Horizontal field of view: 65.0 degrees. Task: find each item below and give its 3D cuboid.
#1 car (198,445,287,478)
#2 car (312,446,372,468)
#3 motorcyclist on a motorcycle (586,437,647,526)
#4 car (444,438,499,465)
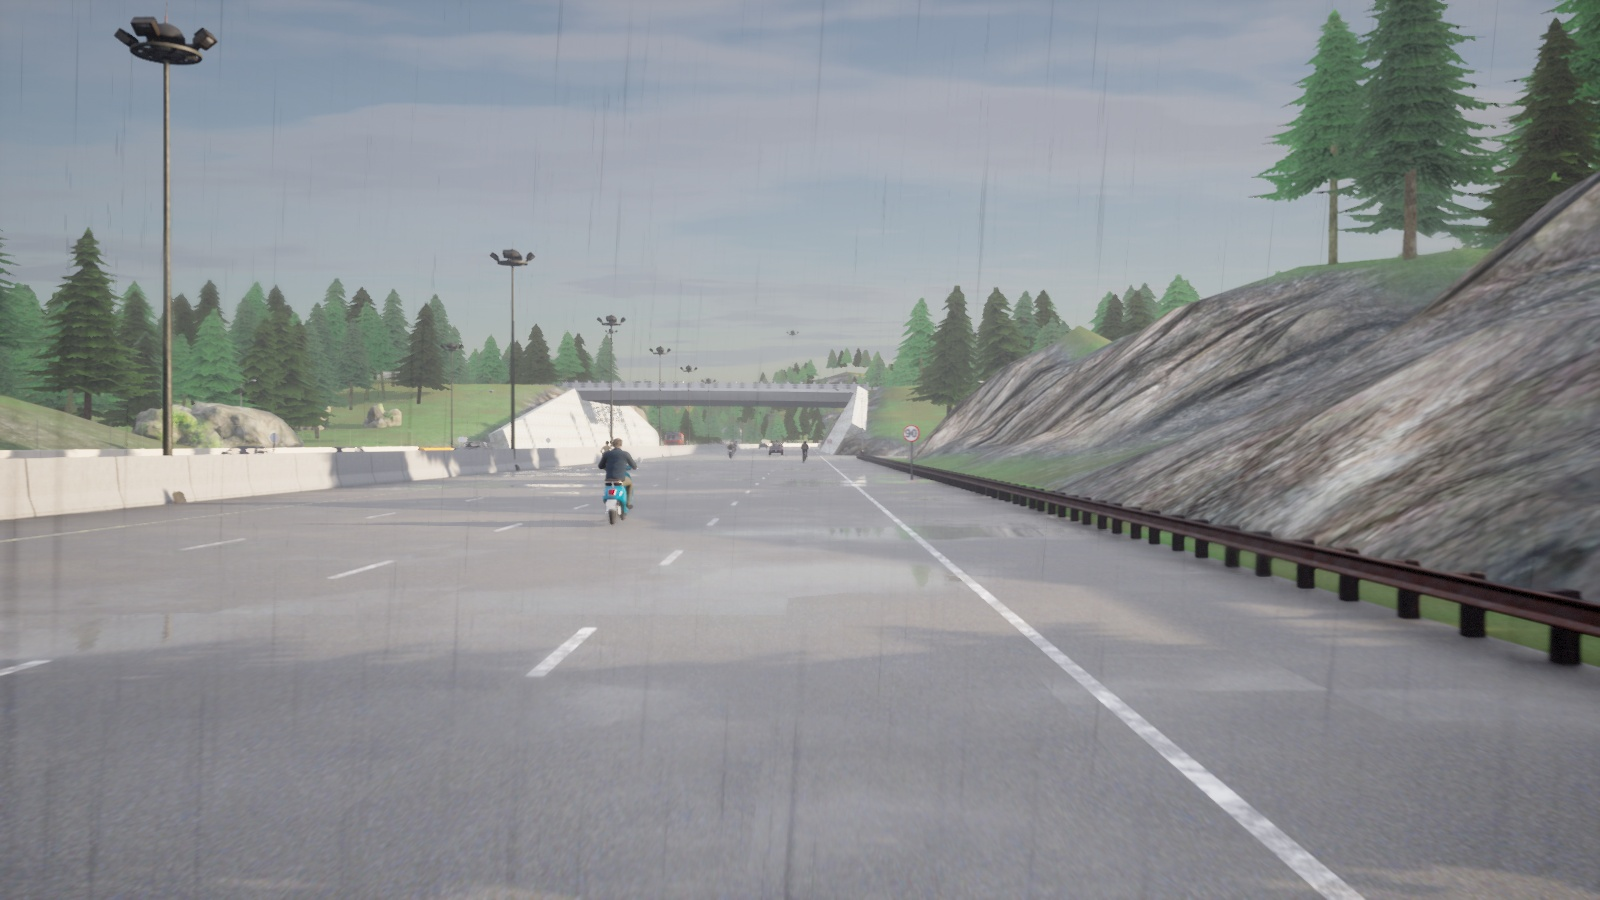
[{"bbox_3d":[-24.271,0.482,54.847,1.994,1.385,4.181,0,0,0],"label":"car"},{"bbox_3d":[-27.688,0.396,76.125,1.895,1.301,4.718,0,0,0],"label":"car"},{"bbox_3d":[-3.393,0.565,23.423,0.866,1.590,1.817,0,0,0],"label":"motorcyclist on a motorcycle"},{"bbox_3d":[-20.676,0.062,79.288,2.152,1.651,5.027,0,0,0],"label":"car"}]
